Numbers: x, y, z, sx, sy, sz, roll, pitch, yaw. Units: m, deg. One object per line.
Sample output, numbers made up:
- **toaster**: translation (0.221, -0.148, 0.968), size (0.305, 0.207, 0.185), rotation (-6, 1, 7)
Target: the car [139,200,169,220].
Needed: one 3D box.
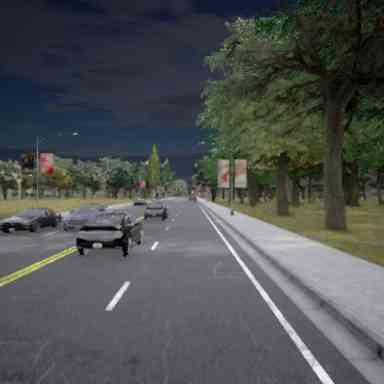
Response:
- **car**: translation (-3.169, 1.728, 30.139), size (2.128, 1.511, 4.902), rotation (0, 0, 0)

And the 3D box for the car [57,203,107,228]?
- **car**: translation (-6.613, 1.518, 21.523), size (2.097, 1.767, 4.553), rotation (0, 0, 0)

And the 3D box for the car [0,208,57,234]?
- **car**: translation (-9.863, 1.708, 20.871), size (2.033, 1.411, 5.357), rotation (0, 0, 0)

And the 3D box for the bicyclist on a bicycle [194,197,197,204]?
- **bicyclist on a bicycle**: translation (0.847, 2.003, 76.043), size (0.659, 1.776, 1.843), rotation (0, 0, 0)

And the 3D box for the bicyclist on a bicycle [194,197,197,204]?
- **bicyclist on a bicycle**: translation (0.837, 2.150, 85.044), size (0.866, 1.612, 1.509), rotation (0, -1, 0)

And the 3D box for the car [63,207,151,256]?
- **car**: translation (-3.159, 1.594, 13.535), size (2.128, 1.511, 4.902), rotation (0, 0, 0)

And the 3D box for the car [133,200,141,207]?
- **car**: translation (-9.807, 2.112, 62.548), size (1.895, 1.301, 4.718), rotation (0, -1, 1)
